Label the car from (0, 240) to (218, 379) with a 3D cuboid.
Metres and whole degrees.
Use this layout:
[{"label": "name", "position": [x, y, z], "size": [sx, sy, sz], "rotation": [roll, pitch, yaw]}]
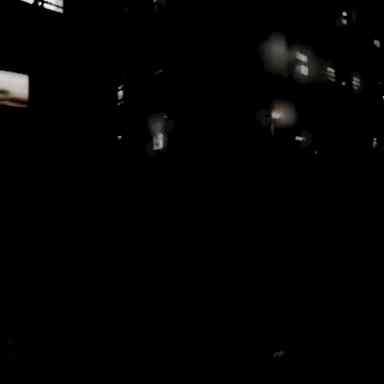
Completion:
[{"label": "car", "position": [-1.624, 1.540, 5.400], "size": [4.507, 1.381, 1.887], "rotation": [0, 0, -36]}]
